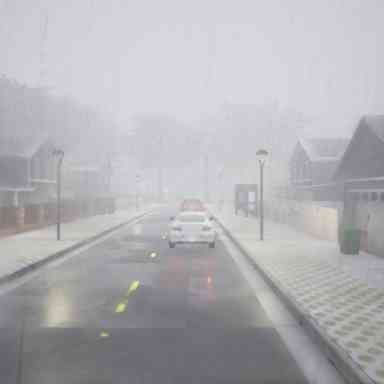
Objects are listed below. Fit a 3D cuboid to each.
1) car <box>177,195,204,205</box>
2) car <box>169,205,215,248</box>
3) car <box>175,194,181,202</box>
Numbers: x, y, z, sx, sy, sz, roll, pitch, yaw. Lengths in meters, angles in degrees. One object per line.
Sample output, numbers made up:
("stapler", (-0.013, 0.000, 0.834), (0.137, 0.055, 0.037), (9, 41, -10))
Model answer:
("car", (0.000, 1.366, 29.620), (2.097, 1.767, 4.553), (0, 0, 0))
("car", (0.000, 1.532, 14.650), (1.812, 1.442, 4.674), (0, 0, 0))
("car", (-2.750, 1.349, 74.751), (2.097, 1.767, 4.553), (0, 0, 0))
